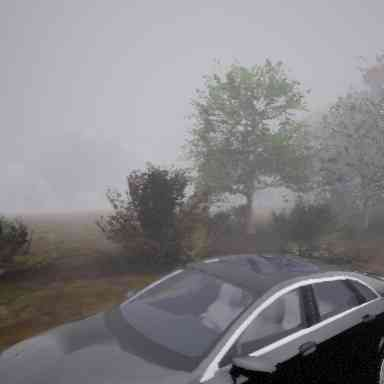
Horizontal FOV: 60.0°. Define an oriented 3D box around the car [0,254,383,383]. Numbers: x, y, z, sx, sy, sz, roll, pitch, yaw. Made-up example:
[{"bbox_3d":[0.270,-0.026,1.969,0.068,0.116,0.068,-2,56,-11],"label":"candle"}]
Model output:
[{"bbox_3d":[0.455,1.495,3.400,4.902,1.511,2.128,0,0,-36],"label":"car"}]
